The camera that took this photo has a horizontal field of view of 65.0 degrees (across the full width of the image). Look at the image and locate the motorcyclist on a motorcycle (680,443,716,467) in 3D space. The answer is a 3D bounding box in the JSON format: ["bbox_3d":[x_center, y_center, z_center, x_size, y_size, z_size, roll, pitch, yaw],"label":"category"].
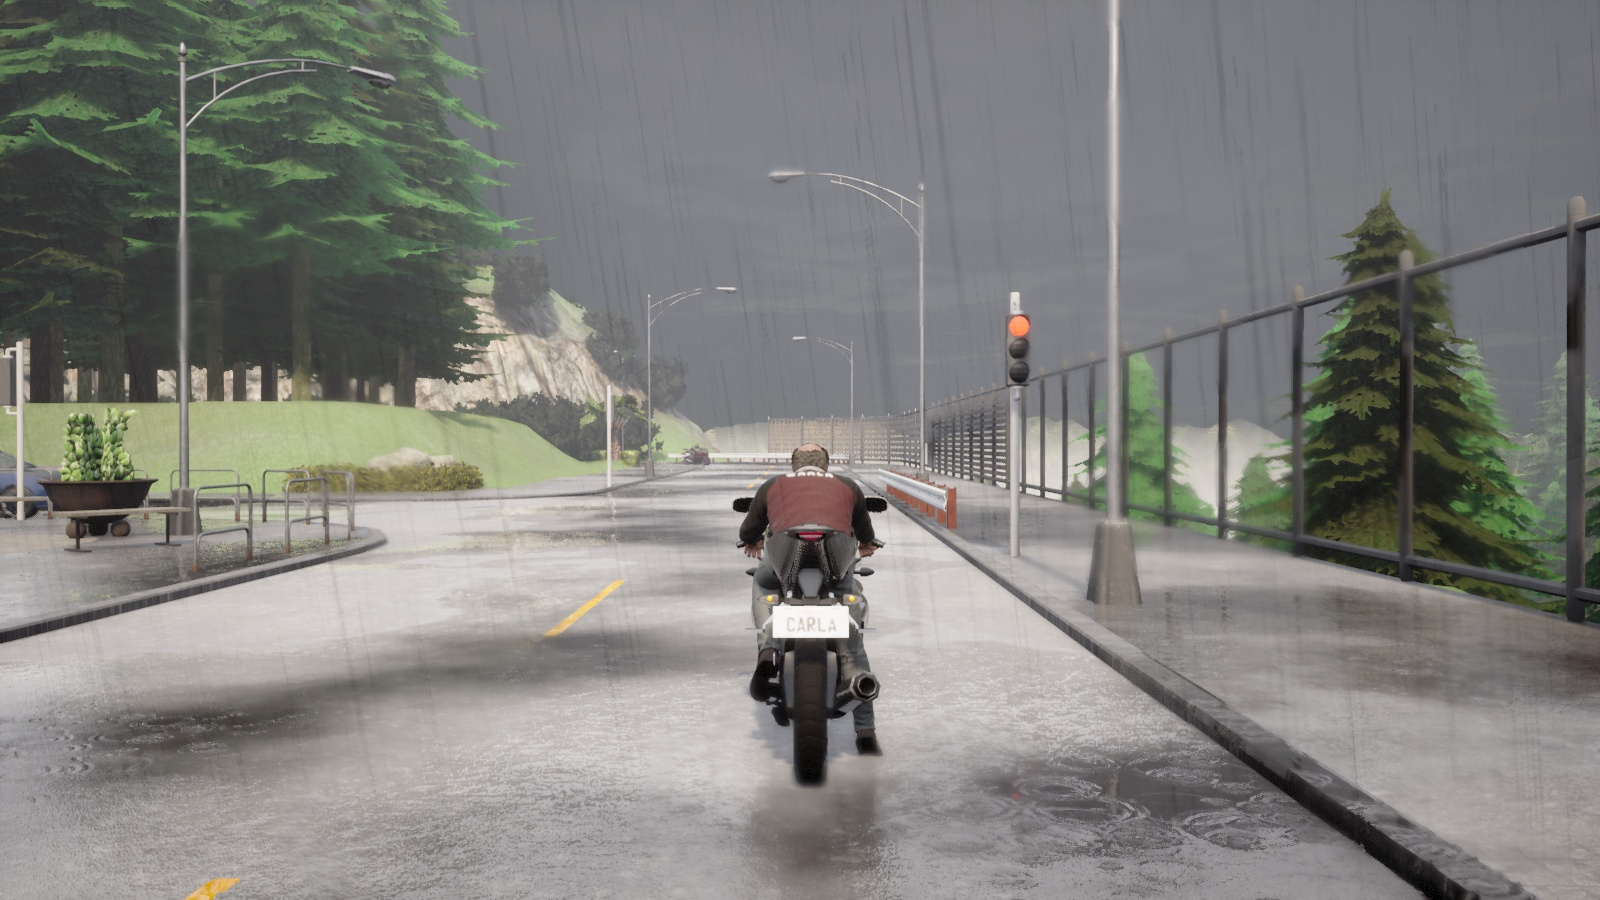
[{"bbox_3d":[-6.581,0.313,81.240,2.191,1.530,0.866,0,2,32],"label":"motorcyclist on a motorcycle"}]

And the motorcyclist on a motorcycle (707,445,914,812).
[{"bbox_3d":[0.051,0.745,6.361,0.866,1.530,2.191,0,0,0],"label":"motorcyclist on a motorcycle"}]

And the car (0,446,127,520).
[{"bbox_3d":[-16.740,0.636,25.230,5.357,1.411,2.033,0,0,0],"label":"car"}]
